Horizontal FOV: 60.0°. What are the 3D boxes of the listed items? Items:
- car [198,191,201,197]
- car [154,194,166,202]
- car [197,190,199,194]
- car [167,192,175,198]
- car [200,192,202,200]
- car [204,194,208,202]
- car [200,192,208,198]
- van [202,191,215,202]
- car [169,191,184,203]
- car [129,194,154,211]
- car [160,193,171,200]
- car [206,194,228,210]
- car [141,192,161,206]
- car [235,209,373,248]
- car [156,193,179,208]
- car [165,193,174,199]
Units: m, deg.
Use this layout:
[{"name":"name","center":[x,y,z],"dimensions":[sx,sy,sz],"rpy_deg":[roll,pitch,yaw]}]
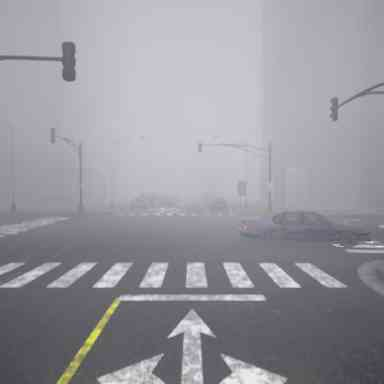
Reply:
[{"name":"car","center":[2.966,0.741,70.273],"dimensions":[2.192,1.841,5.009],"rpy_deg":[-1,0,0]},{"name":"car","center":[-5.588,1.035,58.783],"dimensions":[1.752,1.417,4.829],"rpy_deg":[-1,0,0]},{"name":"car","center":[2.982,0.701,75.944],"dimensions":[2.192,1.841,5.009],"rpy_deg":[-1,0,0]},{"name":"car","center":[-5.508,0.748,87.305],"dimensions":[1.967,1.590,4.097],"rpy_deg":[-1,0,0]},{"name":"car","center":[2.936,0.950,58.931],"dimensions":[1.967,1.590,4.097],"rpy_deg":[-1,0,0]},{"name":"car","center":[2.889,1.225,41.919],"dimensions":[1.802,1.307,4.206],"rpy_deg":[-1,0,0]},{"name":"car","center":[3.016,0.750,87.287],"dimensions":[1.967,1.590,4.097],"rpy_deg":[-1,0,0]},{"name":"van","center":[2.918,0.894,53.260],"dimensions":[1.690,1.788,3.998],"rpy_deg":[-1,0,0]},{"name":"car","center":[-2.881,1.072,56.871],"dimensions":[2.033,1.411,5.357],"rpy_deg":[0,0,1]},{"name":"car","center":[-5.652,1.253,36.271],"dimensions":[1.947,1.339,4.313],"rpy_deg":[-1,0,0]},{"name":"car","center":[-5.554,1.007,70.295],"dimensions":[1.802,1.307,4.206],"rpy_deg":[-1,0,0]},{"name":"car","center":[2.873,1.255,36.248],"dimensions":[1.947,1.339,4.313],"rpy_deg":[-1,0,0]},{"name":"car","center":[-5.639,0.957,41.940],"dimensions":[2.192,1.841,5.009],"rpy_deg":[-1,0,0]},{"name":"car","center":[4.565,1.443,14.019],"dimensions":[5.357,1.411,2.033],"rpy_deg":[1,2,0]},{"name":"car","center":[-2.956,1.213,41.086],"dimensions":[1.994,1.385,4.181],"rpy_deg":[0,0,0]},{"name":"car","center":[-5.522,0.891,81.635],"dimensions":[1.887,1.381,4.507],"rpy_deg":[-1,0,0]}]
